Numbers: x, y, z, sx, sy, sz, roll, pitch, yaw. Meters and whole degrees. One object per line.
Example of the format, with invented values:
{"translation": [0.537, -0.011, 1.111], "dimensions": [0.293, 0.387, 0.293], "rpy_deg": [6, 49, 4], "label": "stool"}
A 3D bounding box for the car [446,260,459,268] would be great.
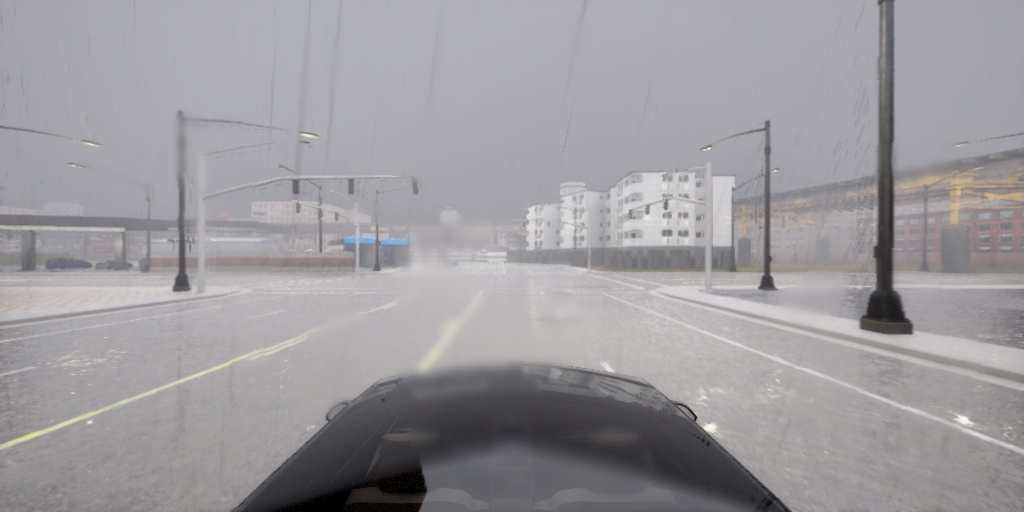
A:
{"translation": [-10.649, 1.353, 64.128], "dimensions": [1.895, 1.301, 4.718], "rpy_deg": [0, 0, -17], "label": "car"}
